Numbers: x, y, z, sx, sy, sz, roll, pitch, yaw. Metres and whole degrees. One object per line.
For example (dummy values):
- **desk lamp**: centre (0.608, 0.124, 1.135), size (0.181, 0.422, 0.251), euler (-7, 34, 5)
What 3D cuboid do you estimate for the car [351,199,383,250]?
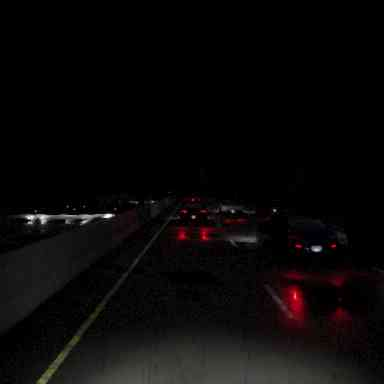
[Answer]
- **car**: centre (7.098, 1.152, 10.652), size (2.150, 2.045, 5.566), euler (0, 0, 0)

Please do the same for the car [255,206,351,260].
- **car**: centre (3.597, 1.449, 11.897), size (1.812, 1.442, 4.674), euler (0, 0, 0)

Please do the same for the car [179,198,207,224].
- **car**: centre (0.096, 1.382, 23.190), size (1.812, 1.442, 4.674), euler (0, 0, 0)

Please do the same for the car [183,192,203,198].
- **car**: centre (0.091, 0.999, 39.934), size (2.150, 2.045, 5.566), euler (0, 1, 0)

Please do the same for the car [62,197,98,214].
- **car**: centre (-10.603, 1.314, 32.407), size (1.837, 1.490, 4.892), euler (0, 0, 0)

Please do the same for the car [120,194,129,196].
- **car**: centre (-14.956, 1.145, 74.120), size (1.882, 1.535, 5.008), euler (0, 0, -7)

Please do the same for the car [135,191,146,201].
- **car**: centre (-11.340, 0.833, 73.508), size (2.150, 2.045, 5.566), euler (0, 0, -7)

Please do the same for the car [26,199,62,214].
- **car**: centre (-14.104, 1.355, 32.641), size (2.033, 1.411, 5.357), euler (0, 0, 0)

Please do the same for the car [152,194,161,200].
- **car**: centre (-7.885, 1.194, 74.067), size (1.895, 1.301, 4.718), euler (0, 0, -7)

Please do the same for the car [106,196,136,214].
- **car**: centre (-7.103, 1.371, 32.777), size (1.994, 1.385, 4.181), euler (0, 0, 0)

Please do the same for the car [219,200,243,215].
- **car**: centre (3.594, 1.415, 31.501), size (1.895, 1.301, 4.718), euler (0, 0, 0)

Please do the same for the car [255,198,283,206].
- **car**: centre (7.094, 1.321, 30.954), size (1.837, 1.490, 4.892), euler (0, 0, 0)
